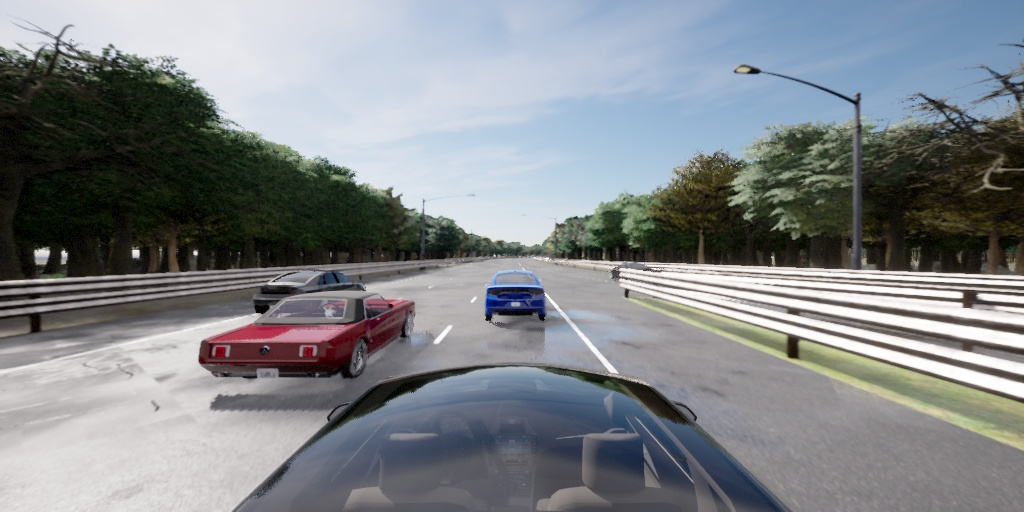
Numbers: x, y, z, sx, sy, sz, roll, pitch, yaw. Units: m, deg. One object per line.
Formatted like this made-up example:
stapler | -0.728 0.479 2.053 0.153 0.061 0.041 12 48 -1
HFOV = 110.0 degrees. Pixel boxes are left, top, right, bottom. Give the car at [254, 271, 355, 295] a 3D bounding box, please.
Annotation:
car | -6.896 1.255 12.829 1.837 1.490 4.892 0 0 0

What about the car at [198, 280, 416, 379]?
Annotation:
car | -3.397 1.351 7.221 1.895 1.301 4.718 0 0 0

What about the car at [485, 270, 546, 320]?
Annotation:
car | 0.103 1.228 12.725 1.882 1.535 5.008 0 0 0

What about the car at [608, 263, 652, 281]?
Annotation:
car | 9.511 1.327 29.129 1.837 1.490 4.892 0 0 -11
